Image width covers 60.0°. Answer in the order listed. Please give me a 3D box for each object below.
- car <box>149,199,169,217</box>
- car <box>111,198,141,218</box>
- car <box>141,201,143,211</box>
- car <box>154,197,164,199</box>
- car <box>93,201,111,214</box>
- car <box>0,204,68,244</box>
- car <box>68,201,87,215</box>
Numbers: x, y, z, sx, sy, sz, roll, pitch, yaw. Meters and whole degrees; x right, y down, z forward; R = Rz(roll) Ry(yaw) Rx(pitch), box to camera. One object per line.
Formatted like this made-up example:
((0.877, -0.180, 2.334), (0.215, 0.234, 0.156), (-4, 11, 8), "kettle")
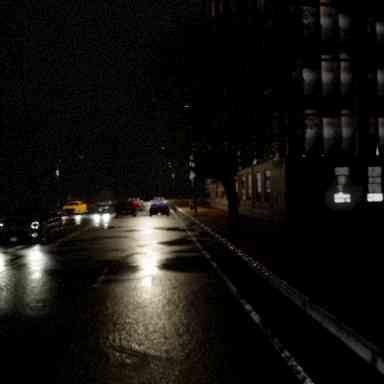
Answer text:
((-3.190, 1.708, 32.399), (1.895, 1.301, 4.718), (-1, 0, -5), "car")
((-6.472, 1.671, 33.017), (1.882, 1.535, 5.008), (-1, 0, -6), "car")
((-7.570, 1.579, 43.615), (2.097, 1.767, 4.553), (-1, 0, -5), "car")
((-4.317, 1.495, 43.380), (2.097, 1.767, 4.553), (-1, 0, -5), "car")
((-10.696, 1.798, 40.406), (2.128, 1.511, 4.902), (-1, 0, -6), "car")
((-8.340, 1.581, 17.408), (2.097, 1.767, 4.553), (-1, 0, -6), "car")
((-13.866, 1.865, 39.465), (1.882, 1.535, 5.008), (-1, 0, -6), "car")
